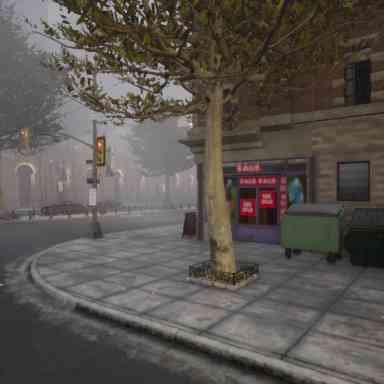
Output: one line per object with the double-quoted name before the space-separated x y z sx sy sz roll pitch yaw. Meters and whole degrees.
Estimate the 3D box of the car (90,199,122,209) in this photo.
"car" -11.936 1.595 45.164 1.895 1.301 4.718 0 0 36

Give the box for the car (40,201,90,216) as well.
"car" -12.697 1.564 32.877 1.994 1.385 4.181 0 0 36
